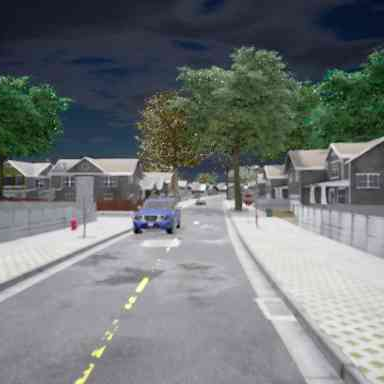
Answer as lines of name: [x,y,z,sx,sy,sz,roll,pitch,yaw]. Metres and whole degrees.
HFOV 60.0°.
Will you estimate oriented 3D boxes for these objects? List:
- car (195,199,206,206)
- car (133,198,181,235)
car: [1.653,1.939,63.237,1.994,1.385,4.181,0,0,5]
car: [-1.953,1.391,20.290,2.150,2.045,5.566,0,-1,5]
